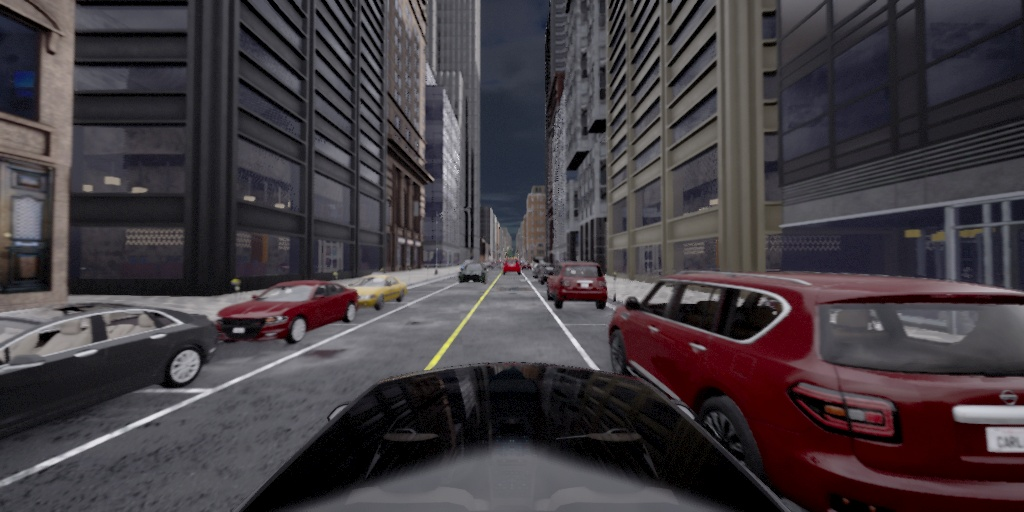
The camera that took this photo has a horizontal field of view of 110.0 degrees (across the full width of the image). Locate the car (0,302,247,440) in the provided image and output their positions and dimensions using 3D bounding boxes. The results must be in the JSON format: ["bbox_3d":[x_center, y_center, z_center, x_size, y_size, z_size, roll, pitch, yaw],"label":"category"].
[{"bbox_3d":[-5.857,1.324,4.302,2.007,1.370,4.403,0,0,0],"label":"car"}]

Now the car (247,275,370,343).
[{"bbox_3d":[-5.859,1.368,9.927,1.888,1.381,4.507,0,0,0],"label":"car"}]

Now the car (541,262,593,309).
[{"bbox_3d":[2.665,1.186,15.550,2.192,1.841,5.009,0,0,0],"label":"car"}]

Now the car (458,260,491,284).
[{"bbox_3d":[-3.106,1.342,29.433,2.097,1.767,4.553,0,0,0],"label":"car"}]

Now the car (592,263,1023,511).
[{"bbox_3d":[2.669,1.087,4.301,2.192,1.841,5.009,0,0,0],"label":"car"}]

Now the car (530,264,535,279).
[{"bbox_3d":[3.138,1.574,36.296,1.812,1.442,4.674,0,0,0],"label":"car"}]

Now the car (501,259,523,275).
[{"bbox_3d":[-0.008,1.343,46.311,2.150,2.045,5.566,0,0,0],"label":"car"}]

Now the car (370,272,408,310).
[{"bbox_3d":[-5.861,1.397,15.381,1.751,1.417,4.829,0,0,0],"label":"car"}]

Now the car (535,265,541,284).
[{"bbox_3d":[3.137,1.493,29.296,1.837,1.490,4.892,0,0,0],"label":"car"}]
